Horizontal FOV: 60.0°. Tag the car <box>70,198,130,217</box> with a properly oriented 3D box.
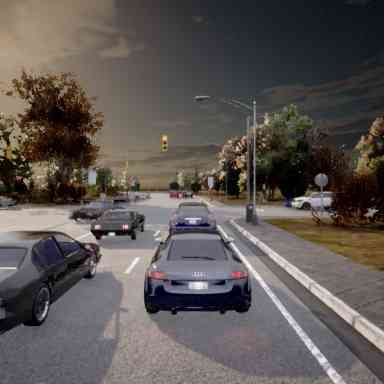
[{"bbox_3d":[-6.867,1.411,24.707,2.033,1.411,5.357,0,0,14],"label":"car"}]

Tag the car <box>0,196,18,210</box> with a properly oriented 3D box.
[{"bbox_3d":[-22.904,1.258,38.584,4.902,1.511,2.128,0,0,-4],"label":"car"}]

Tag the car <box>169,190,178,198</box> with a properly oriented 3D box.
[{"bbox_3d":[-5.170,0.446,93.598,2.150,2.045,5.566,0,1,-7],"label":"car"}]

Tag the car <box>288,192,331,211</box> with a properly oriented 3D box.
[{"bbox_3d":[14.122,0.998,37.347,5.566,2.045,2.150,0,0,-3],"label":"car"}]

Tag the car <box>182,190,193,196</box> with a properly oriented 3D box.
[{"bbox_3d":[-0.881,0.835,83.770,1.882,1.535,5.008,0,1,-4],"label":"car"}]

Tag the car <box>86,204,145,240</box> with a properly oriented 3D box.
[{"bbox_3d":[-3.493,1.520,16.578,1.895,1.301,4.718,0,0,-1],"label":"car"}]

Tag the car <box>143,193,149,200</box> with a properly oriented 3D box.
[{"bbox_3d":[-10.913,1.104,71.119,1.895,1.301,4.718,0,1,-1],"label":"car"}]

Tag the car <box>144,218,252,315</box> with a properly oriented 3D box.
[{"bbox_3d":[0.074,1.542,7.625,1.994,1.385,4.181,0,0,-1],"label":"car"}]

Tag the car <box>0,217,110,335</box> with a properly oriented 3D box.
[{"bbox_3d":[-3.423,1.529,6.933,2.033,1.411,5.357,0,0,-1],"label":"car"}]

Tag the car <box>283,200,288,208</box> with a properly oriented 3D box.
[{"bbox_3d":[13.752,1.230,40.829,5.008,1.535,1.882,0,0,-4],"label":"car"}]

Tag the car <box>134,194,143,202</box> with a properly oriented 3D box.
[{"bbox_3d":[-10.860,1.097,61.162,2.128,1.511,4.902,0,0,0],"label":"car"}]

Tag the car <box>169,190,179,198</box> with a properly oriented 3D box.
[{"bbox_3d":[-4.329,0.594,82.857,2.150,2.045,5.566,0,1,-3],"label":"car"}]

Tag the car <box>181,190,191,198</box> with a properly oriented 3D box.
[{"bbox_3d":[-1.659,0.447,93.728,2.150,2.045,5.566,0,1,-7],"label":"car"}]

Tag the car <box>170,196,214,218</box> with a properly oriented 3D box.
[{"bbox_3d":[0.028,1.273,16.259,2.097,1.767,4.553,0,0,0],"label":"car"}]

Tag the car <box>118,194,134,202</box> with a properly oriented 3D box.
[{"bbox_3d":[-10.840,1.275,52.060,1.895,1.301,4.718,0,0,0],"label":"car"}]
